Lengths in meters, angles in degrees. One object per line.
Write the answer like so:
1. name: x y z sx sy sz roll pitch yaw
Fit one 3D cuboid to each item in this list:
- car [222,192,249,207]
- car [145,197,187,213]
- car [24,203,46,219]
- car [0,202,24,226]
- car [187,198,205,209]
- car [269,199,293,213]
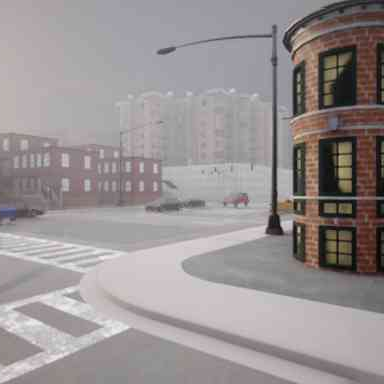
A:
1. car: 6.641 1.025 49.962 2.150 2.045 5.566 0 0 36
2. car: -3.082 1.344 36.532 2.097 1.767 4.553 0 0 36
3. car: -14.579 1.540 26.563 2.033 1.411 5.357 0 0 37
4. car: -13.898 1.471 21.282 1.882 1.535 5.008 0 0 35
5. car: -0.199 1.540 46.521 2.033 1.411 5.357 0 0 36
6. car: 10.134 1.474 36.635 1.882 1.535 5.008 0 0 36
